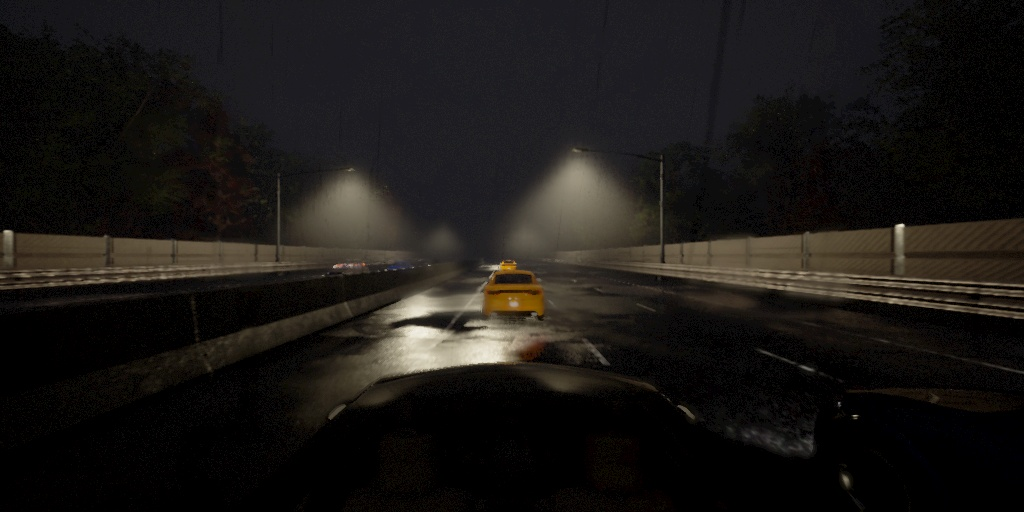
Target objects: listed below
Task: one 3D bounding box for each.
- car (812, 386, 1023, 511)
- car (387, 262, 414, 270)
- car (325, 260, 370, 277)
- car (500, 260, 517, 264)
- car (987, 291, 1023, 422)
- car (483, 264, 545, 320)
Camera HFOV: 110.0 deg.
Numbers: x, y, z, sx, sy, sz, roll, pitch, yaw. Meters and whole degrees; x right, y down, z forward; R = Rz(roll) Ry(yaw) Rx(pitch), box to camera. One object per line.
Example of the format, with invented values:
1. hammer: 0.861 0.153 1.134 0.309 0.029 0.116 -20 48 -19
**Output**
1. car: 3.591 1.313 1.355 1.994 1.385 4.181 0 0 0
2. car: -10.938 1.288 35.553 1.812 1.442 4.674 0 0 -1
3. car: -14.369 1.309 31.739 2.033 1.411 5.357 0 0 -1
4. car: -0.415 1.244 43.515 1.882 1.535 5.008 0 0 -1
5. car: 7.092 1.226 2.140 1.882 1.535 5.008 0 0 0
6. car: 0.053 1.232 12.680 1.882 1.535 5.008 0 0 0
